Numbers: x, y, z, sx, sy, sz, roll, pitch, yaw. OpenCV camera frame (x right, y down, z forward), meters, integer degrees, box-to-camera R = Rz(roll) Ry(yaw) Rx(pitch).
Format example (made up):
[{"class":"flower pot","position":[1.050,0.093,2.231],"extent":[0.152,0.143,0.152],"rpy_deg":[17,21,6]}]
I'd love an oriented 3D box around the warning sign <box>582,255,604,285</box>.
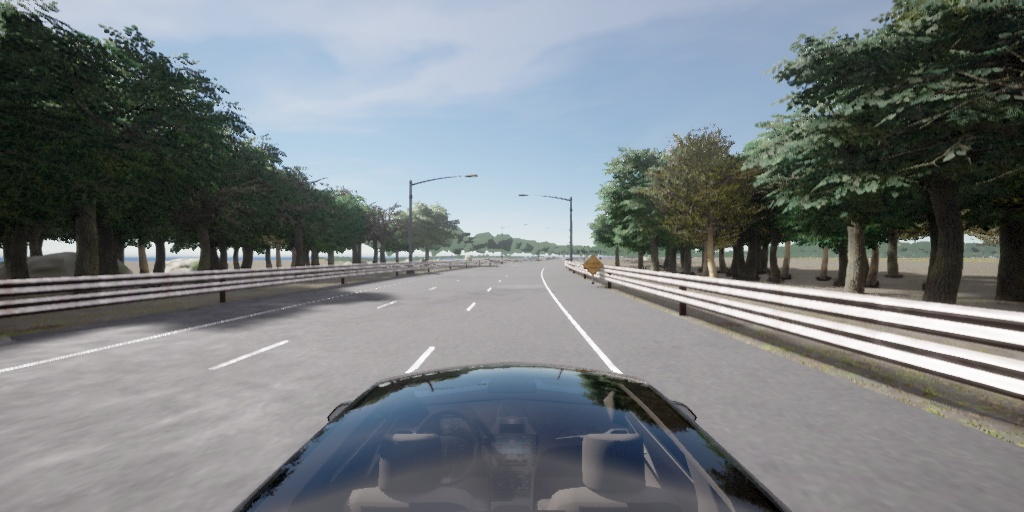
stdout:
[{"class":"warning sign","position":[5.011,0.858,22.199],"extent":[1.300,1.860,1.060],"rpy_deg":[0,0,3]}]
